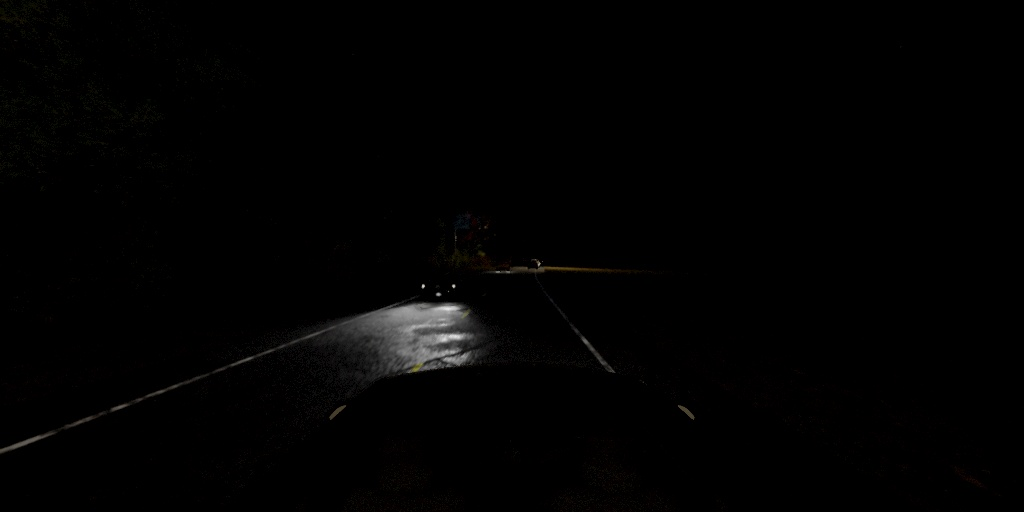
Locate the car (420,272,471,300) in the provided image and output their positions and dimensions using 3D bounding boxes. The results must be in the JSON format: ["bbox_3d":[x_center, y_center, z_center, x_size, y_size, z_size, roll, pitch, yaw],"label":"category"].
[{"bbox_3d":[-3.395,1.510,18.934,1.895,1.301,4.718,0,-1,1],"label":"car"}]

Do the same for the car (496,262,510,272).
[{"bbox_3d":[-1.442,1.750,59.235,1.882,1.535,5.008,0,-1,5],"label":"car"}]
